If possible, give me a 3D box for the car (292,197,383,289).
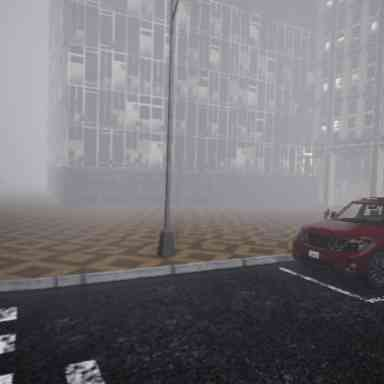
[{"bbox_3d":[4.971,1.088,8.520,5.009,1.841,2.192,1,3,-27],"label":"car"}]

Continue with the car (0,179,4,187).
[{"bbox_3d":[-45.924,-2.081,79.131,2.192,1.841,5.009,0,2,-26],"label":"car"}]
